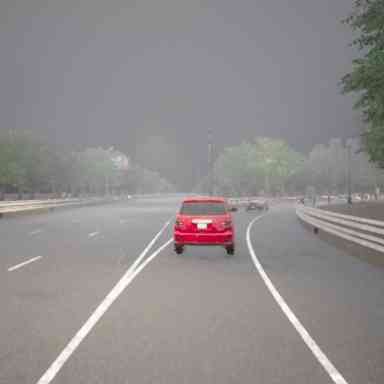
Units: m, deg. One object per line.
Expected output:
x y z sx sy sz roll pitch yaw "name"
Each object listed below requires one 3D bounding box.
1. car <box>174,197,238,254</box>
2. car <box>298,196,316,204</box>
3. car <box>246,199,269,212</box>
0.661 1.209 13.651 2.150 2.045 5.566 0 0 7 "car"
20.233 1.408 58.483 2.128 1.511 4.902 0 0 41 "car"
7.563 1.494 38.293 1.812 1.442 4.674 0 0 24 "car"
